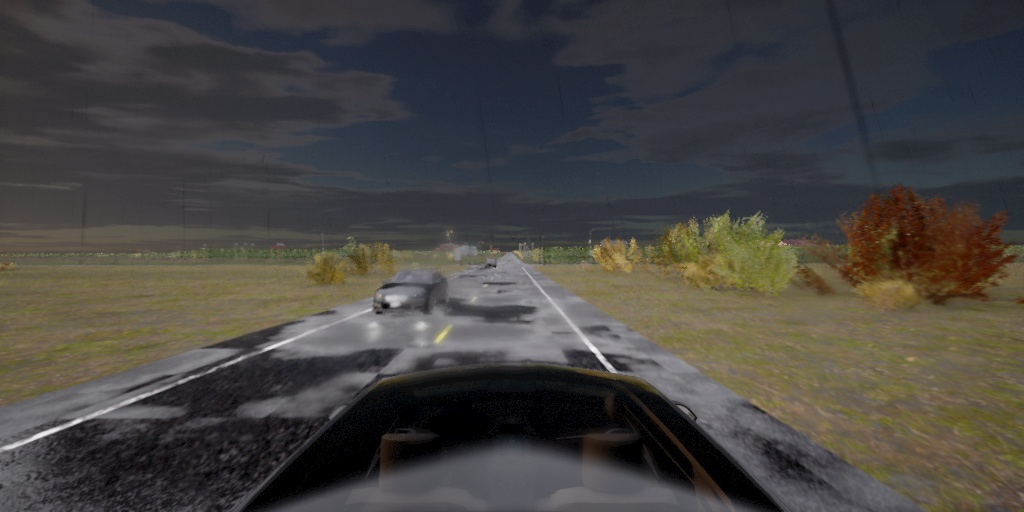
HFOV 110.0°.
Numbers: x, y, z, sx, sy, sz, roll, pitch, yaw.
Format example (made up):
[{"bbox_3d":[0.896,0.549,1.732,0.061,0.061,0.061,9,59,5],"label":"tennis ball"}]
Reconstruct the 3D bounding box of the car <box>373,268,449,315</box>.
[{"bbox_3d":[-3.600,1.238,13.541,2.128,1.511,4.902,0,0,0],"label":"car"}]

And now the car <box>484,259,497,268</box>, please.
[{"bbox_3d":[-3.510,1.185,60.002,1.837,1.490,4.892,0,0,0],"label":"car"}]
